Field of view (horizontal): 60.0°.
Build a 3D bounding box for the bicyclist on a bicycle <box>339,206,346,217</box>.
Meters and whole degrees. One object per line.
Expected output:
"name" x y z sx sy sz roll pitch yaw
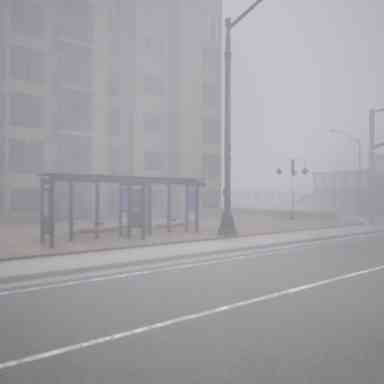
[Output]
"bicyclist on a bicycle" 20.711 2.684 45.849 1.656 1.620 0.582 0 -8 -36
